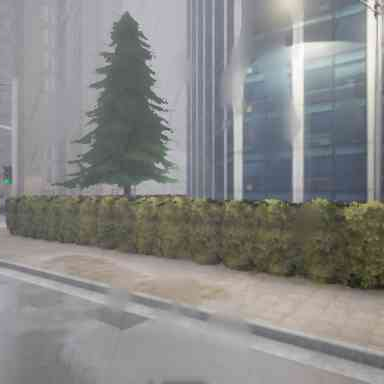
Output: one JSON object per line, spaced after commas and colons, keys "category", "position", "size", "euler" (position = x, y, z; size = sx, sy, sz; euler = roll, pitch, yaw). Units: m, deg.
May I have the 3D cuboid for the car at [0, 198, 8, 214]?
{"category": "car", "position": [-18.824, 1.351, 32.054], "size": [2.097, 1.767, 4.553], "euler": [0, 0, 36]}
